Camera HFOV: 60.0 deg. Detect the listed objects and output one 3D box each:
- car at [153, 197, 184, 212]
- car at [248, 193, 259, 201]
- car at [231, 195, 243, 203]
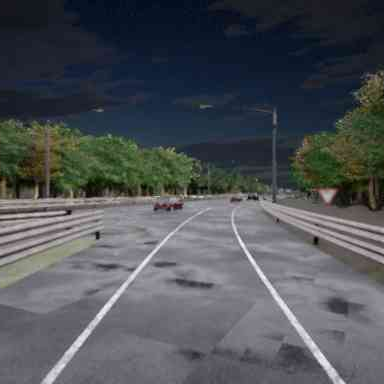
[{"bbox_3d":[-2.551,1.314,37.987,2.097,1.767,4.553,0,0,22],"label":"car"},{"bbox_3d":[16.140,1.224,87.709,2.150,2.045,5.566,0,0,20],"label":"car"},{"bbox_3d":[9.455,1.486,69.613,1.837,1.490,4.892,0,0,20],"label":"car"}]
